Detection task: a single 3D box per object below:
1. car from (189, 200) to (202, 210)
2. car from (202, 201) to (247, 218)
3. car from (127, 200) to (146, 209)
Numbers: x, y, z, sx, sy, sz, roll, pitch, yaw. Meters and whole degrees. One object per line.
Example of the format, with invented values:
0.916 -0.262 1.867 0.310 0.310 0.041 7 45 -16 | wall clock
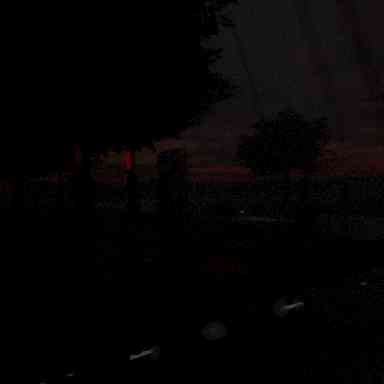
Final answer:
-0.036 1.798 46.945 1.895 1.301 4.718 -3 1 -30 | car
3.520 1.692 33.771 2.128 1.511 4.902 -3 1 -32 | car
-9.532 1.916 56.412 2.097 1.767 4.553 -3 0 -28 | car
